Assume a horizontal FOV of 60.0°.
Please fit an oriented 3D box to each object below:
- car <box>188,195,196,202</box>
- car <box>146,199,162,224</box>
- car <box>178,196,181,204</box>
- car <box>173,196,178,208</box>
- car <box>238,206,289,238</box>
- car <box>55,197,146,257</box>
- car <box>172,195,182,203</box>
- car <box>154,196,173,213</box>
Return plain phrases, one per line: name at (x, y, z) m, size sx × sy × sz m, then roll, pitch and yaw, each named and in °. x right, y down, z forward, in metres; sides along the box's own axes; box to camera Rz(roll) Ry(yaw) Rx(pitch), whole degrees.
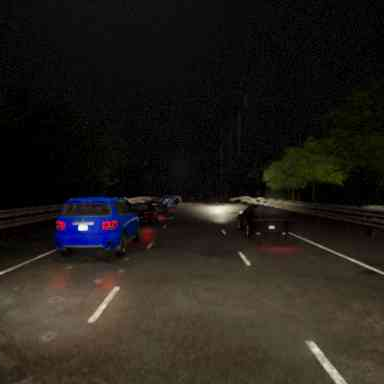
car at (0.053, 1.805, 86.968) m, size 1.812 × 1.442 × 4.674 m, roll 0°, pitch -1°, yaw 0°
car at (-3.485, 1.471, 23.797) m, size 1.812 × 1.442 × 4.674 m, roll 0°, pitch 0°, yaw 0°
car at (-3.466, 1.485, 56.844) m, size 2.163 × 1.488 × 4.792 m, roll 0°, pitch -1°, yaw 0°
car at (-3.473, 1.265, 45.778) m, size 2.097 × 1.767 × 4.553 m, roll 0°, pitch 0°, yaw 0°
car at (3.611, 1.444, 17.516) m, size 1.882 × 1.535 × 5.008 m, roll 0°, pitch 0°, yaw 0°
car at (-3.395, 1.202, 13.068) m, size 2.150 × 2.045 × 5.566 m, roll 0°, pitch 0°, yaw 0°
car at (-3.453, 1.639, 78.791) m, size 2.097 × 1.767 × 4.553 m, roll 0°, pitch -1°, yaw 0°
car at (-3.479, 1.403, 34.801) m, size 2.128 × 1.511 × 4.902 m, roll 0°, pitch 0°, yaw 0°
